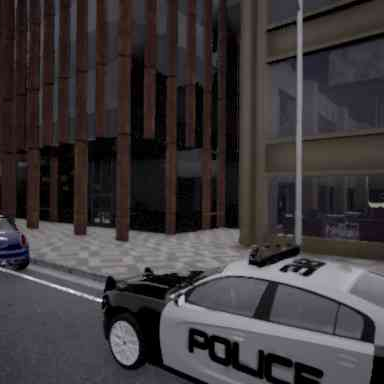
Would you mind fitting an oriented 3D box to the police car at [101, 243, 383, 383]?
[{"bbox_3d":[0.872,1.488,4.107,5.238,1.638,1.930,0,-1,38],"label":"police car"}]

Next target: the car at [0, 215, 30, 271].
[{"bbox_3d":[-6.931,1.410,10.136,4.553,1.767,2.097,0,-1,38],"label":"car"}]
